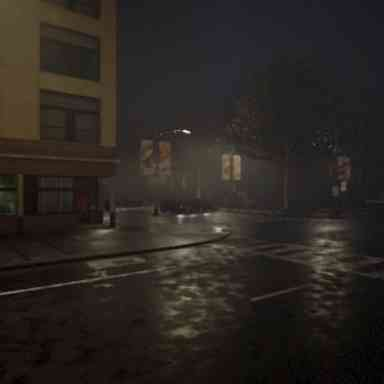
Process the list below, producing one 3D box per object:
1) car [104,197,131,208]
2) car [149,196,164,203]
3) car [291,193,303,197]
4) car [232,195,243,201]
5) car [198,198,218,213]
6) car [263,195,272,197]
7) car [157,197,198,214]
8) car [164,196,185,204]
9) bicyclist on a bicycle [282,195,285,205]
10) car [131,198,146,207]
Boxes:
[{"bbox_3d":[-11.302,1.486,48.721,2.128,1.511,4.902,0,0,-35],"label":"car"},{"bbox_3d":[-6.145,1.467,61.271,1.882,1.535,5.008,0,0,-36],"label":"car"},{"bbox_3d":[20.332,1.300,70.619,2.002,1.452,4.674,0,0,-36],"label":"car"},{"bbox_3d":[9.855,1.394,78.102,2.161,1.482,4.786,0,0,-36],"label":"car"},{"bbox_3d":[0.890,1.496,37.635,1.837,1.490,4.892,0,0,-36],"label":"car"},{"bbox_3d":[19.507,1.440,84.551,1.895,1.301,4.718,0,0,-36],"label":"car"},{"bbox_3d":[-1.681,1.519,35.204,1.812,1.442,4.674,0,0,-35],"label":"car"},{"bbox_3d":[-3.304,1.552,63.315,1.994,1.385,4.181,0,0,-36],"label":"car"},{"bbox_3d":[14.549,1.286,51.998,1.656,1.620,0.582,0,0,-36],"label":"bicyclist on a bicycle"},{"bbox_3d":[-8.973,1.593,51.492,1.895,1.301,4.718,0,0,-36],"label":"car"}]
